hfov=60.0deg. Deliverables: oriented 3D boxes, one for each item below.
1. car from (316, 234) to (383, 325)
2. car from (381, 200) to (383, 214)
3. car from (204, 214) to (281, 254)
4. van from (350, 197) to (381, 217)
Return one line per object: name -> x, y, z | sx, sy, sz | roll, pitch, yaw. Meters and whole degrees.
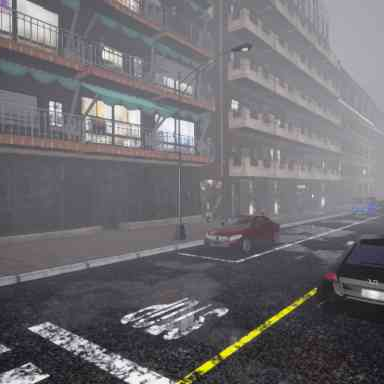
car -> 4.065, 1.561, 6.738 | 1.994, 1.385, 4.181 | 0, 0, 38
car -> 19.598, 1.567, 35.429 | 1.802, 1.307, 4.206 | -1, -1, 38
car -> 2.190, 1.573, 13.491 | 1.802, 1.307, 4.206 | -1, -1, 38
van -> 16.075, 1.327, 30.993 | 1.690, 1.788, 3.998 | -1, -1, 38
